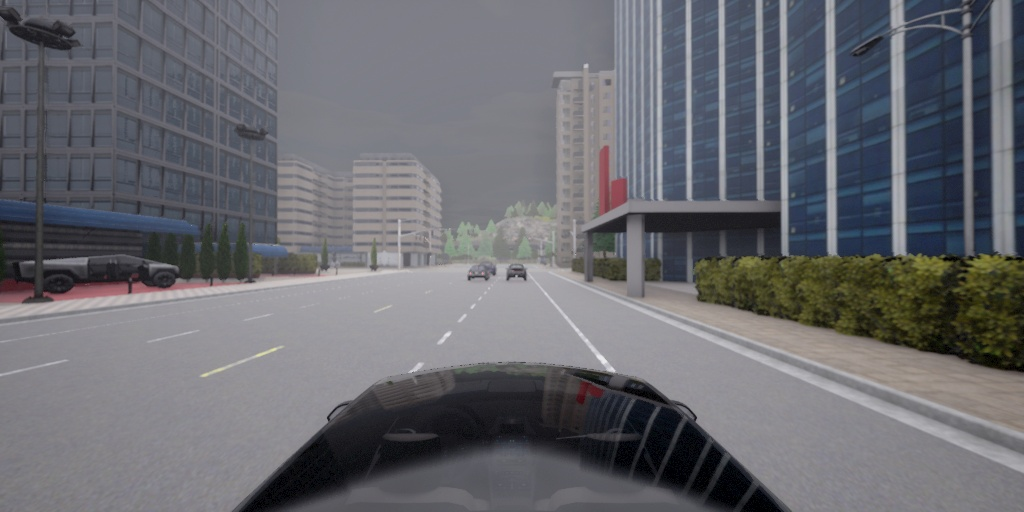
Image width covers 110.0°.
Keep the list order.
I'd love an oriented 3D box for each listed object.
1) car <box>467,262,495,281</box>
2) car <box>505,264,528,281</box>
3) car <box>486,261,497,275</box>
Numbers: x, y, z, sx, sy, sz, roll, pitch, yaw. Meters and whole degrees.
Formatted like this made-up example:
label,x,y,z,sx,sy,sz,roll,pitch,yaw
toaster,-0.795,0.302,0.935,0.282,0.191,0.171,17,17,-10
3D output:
label,x,y,z,sx,sy,sz,roll,pitch,yaw
car,-3.071,1.573,33.971,2.033,1.411,5.357,0,0,1
car,0.440,1.528,33.698,1.837,1.490,4.892,0,-1,1
car,-2.974,1.459,43.511,2.097,1.767,4.553,0,0,1
